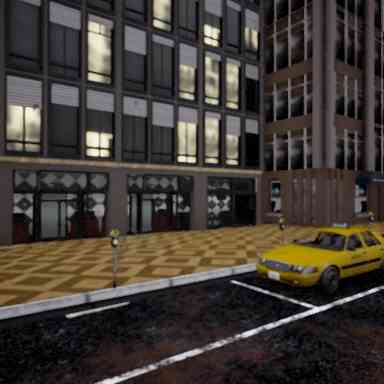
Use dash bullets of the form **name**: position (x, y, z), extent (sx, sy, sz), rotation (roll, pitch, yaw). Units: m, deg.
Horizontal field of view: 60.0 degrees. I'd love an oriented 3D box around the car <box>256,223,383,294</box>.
- **car**: position (3.787, 1.531, 8.798), extent (4.829, 1.417, 1.752), rotation (0, 0, -36)
